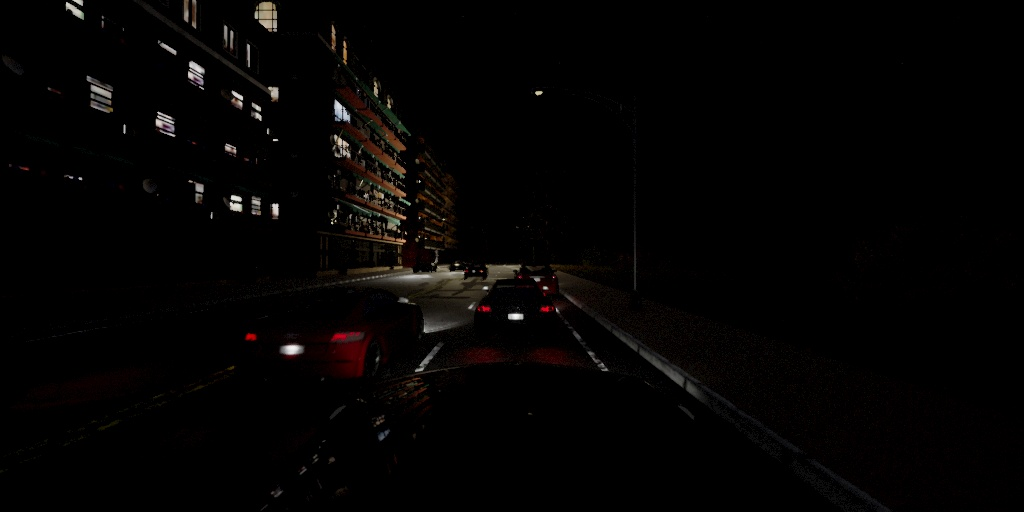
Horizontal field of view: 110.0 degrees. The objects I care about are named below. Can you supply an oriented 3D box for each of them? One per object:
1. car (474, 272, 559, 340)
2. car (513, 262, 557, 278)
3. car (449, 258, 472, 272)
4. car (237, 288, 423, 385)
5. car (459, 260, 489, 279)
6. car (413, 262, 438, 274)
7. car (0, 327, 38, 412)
[{"bbox_3d":[0.099,1.315,9.967,1.994,1.385,4.181,0,0,0],"label":"car"},{"bbox_3d":[1.146,1.103,18.548,2.097,1.767,4.553,0,0,0],"label":"car"},{"bbox_3d":[-6.577,1.315,44.568,1.994,1.385,4.181,0,0,0],"label":"car"},{"bbox_3d":[-3.149,1.315,7.139,1.994,1.385,4.181,0,0,0],"label":"car"},{"bbox_3d":[-3.132,1.300,31.981,2.033,1.411,5.357,0,0,0],"label":"car"},{"bbox_3d":[-9.831,1.352,40.697,1.895,1.301,4.718,0,0,0],"label":"car"},{"bbox_3d":[-6.601,1.255,2.158,1.837,1.490,4.892,0,0,0],"label":"car"}]
